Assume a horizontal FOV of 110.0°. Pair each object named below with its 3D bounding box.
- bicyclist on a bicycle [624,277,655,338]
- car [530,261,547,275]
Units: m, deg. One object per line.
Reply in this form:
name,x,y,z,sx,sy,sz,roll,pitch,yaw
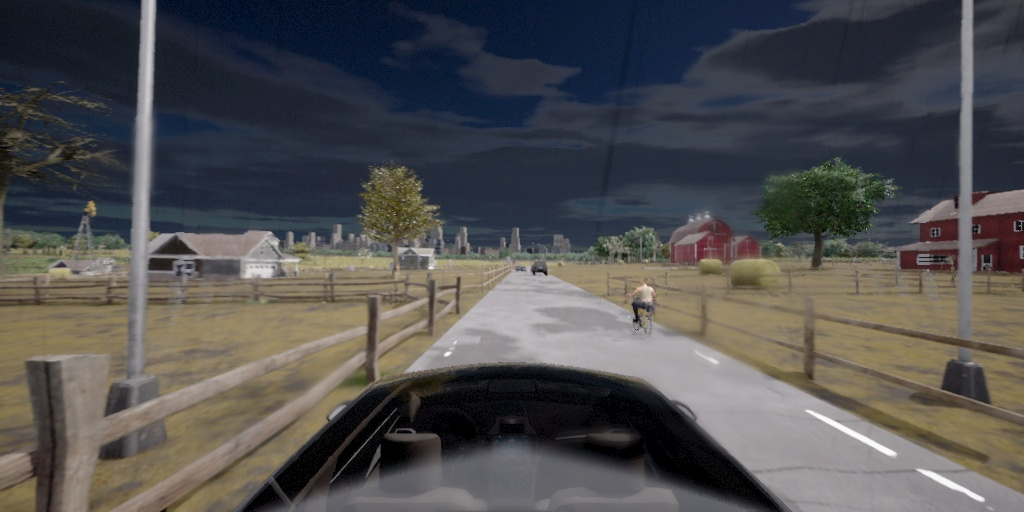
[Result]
bicyclist on a bicycle,3.663,1.386,10.094,0.866,1.612,1.509,1,-1,1
car,4.205,1.869,54.699,2.150,2.045,5.566,1,-1,2
